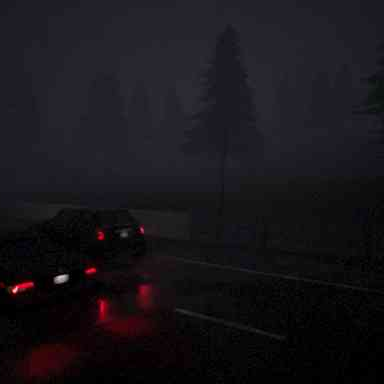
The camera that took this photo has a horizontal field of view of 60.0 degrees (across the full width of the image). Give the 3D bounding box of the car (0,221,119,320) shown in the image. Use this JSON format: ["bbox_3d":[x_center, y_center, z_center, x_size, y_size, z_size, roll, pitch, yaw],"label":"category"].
[{"bbox_3d":[-4.166,1.477,7.072,5.357,1.411,2.033,1,1,37],"label":"car"}]

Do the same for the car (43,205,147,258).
[{"bbox_3d":[-3.671,1.254,11.126,4.553,1.767,2.097,1,1,38],"label":"car"}]
